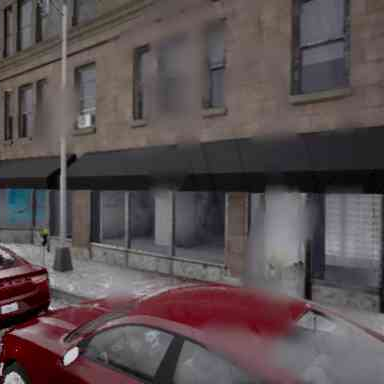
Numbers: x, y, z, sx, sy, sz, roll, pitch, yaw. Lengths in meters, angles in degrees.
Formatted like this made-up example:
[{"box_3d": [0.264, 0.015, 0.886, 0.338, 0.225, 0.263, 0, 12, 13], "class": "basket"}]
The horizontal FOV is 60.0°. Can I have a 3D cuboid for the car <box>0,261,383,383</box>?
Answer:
[{"box_3d": [0.027, 1.547, 2.932, 4.507, 1.381, 1.887, 0, 1, 36], "class": "car"}]

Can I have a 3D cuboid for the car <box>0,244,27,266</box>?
[{"box_3d": [-4.454, 1.555, 6.131, 4.507, 1.381, 1.887, 0, 1, 36], "class": "car"}]
